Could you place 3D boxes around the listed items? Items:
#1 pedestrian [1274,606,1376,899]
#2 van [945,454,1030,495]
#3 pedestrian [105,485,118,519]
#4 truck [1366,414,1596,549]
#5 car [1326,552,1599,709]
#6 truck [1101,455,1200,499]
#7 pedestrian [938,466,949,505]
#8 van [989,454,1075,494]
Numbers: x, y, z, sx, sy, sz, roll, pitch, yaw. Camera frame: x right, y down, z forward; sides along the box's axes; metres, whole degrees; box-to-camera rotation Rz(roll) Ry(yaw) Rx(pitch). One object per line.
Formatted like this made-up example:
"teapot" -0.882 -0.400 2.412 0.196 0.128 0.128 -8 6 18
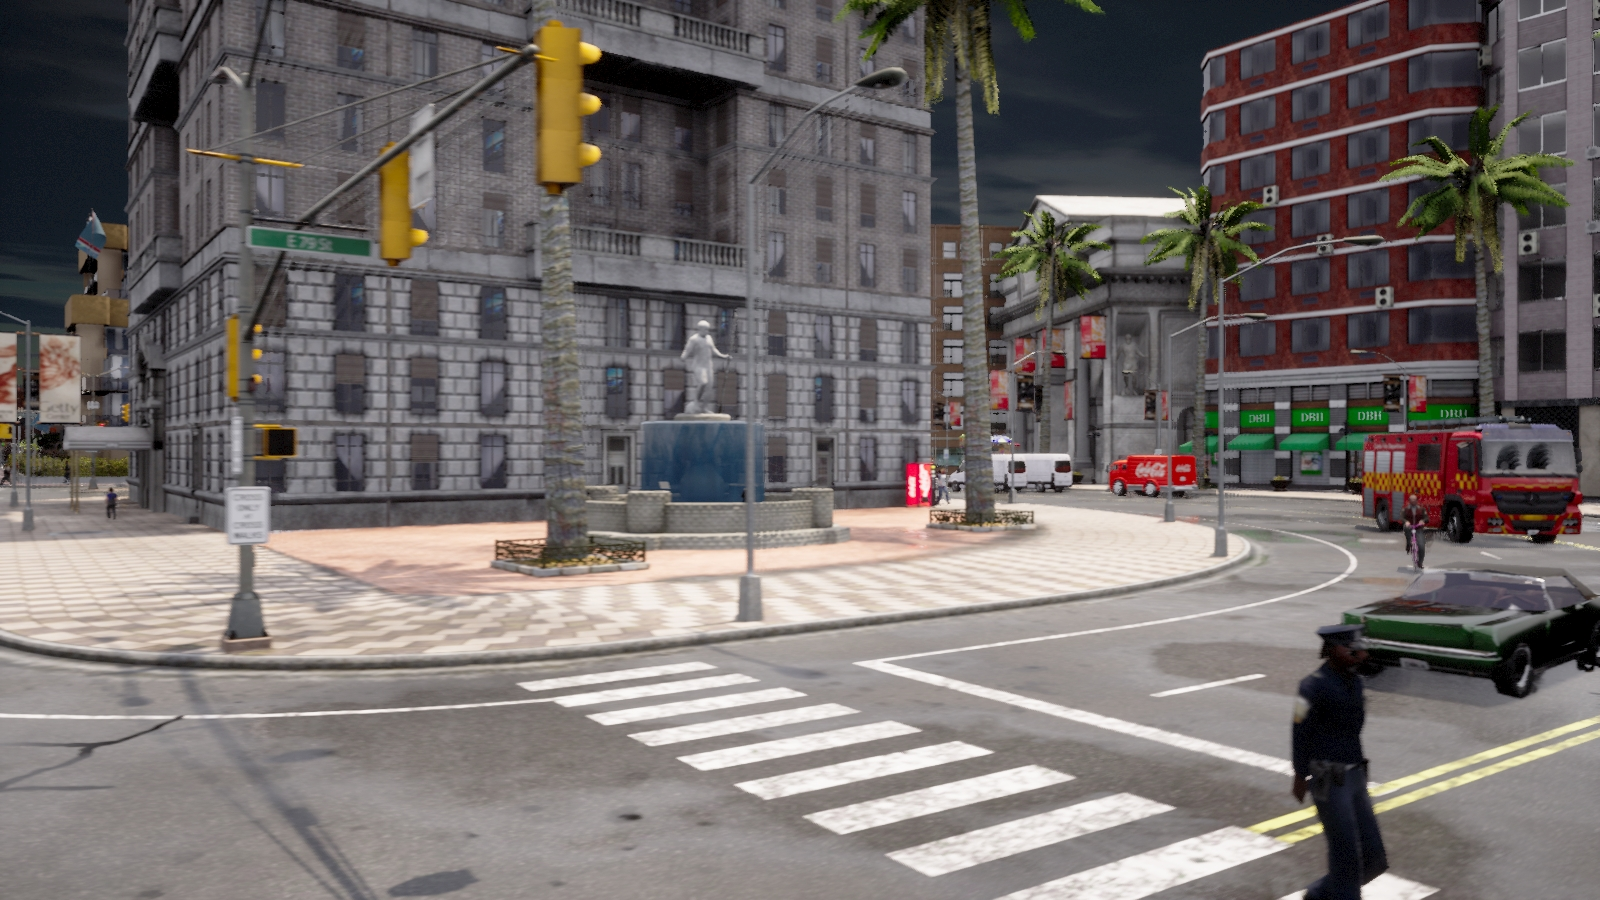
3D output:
"pedestrian" 2.975 1.848 6.481 0.375 1.860 0.375 0 0 -31
"van" 12.231 1.532 75.038 1.988 2.561 5.915 0 0 -34
"pedestrian" -26.314 1.977 43.657 0.375 1.300 0.375 0 0 -43
"truck" 21.403 0.889 36.642 2.891 3.827 8.468 0 0 5
"car" 8.768 2.154 14.629 4.718 1.301 1.895 0 0 -40
"truck" 20.843 1.562 68.115 2.627 2.467 5.204 0 0 -30
"pedestrian" 6.883 1.695 54.700 0.375 1.860 0.375 0 0 -35
"van" 15.509 1.532 76.824 1.988 2.561 5.915 0 0 -35
